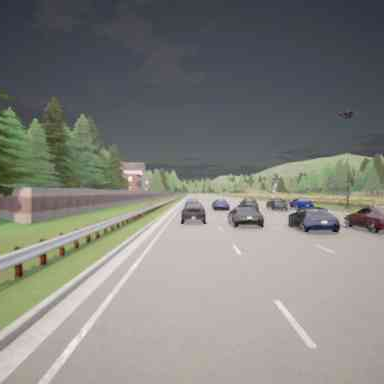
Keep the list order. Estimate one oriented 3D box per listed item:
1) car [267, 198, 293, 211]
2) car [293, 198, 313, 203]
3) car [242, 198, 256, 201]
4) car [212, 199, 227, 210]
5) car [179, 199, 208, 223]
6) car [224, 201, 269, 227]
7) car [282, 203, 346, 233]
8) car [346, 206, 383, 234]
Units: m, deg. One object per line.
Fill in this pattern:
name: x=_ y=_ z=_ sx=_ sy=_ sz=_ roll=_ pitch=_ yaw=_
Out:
car: x=10.617 y=1.513 z=41.916 sx=2.128 sy=1.511 sz=4.902 roll=0 pitch=0 yaw=0
car: x=14.119 y=1.498 z=43.288 sx=1.882 sy=1.535 sz=5.008 roll=0 pitch=0 yaw=0
car: x=7.118 y=1.513 z=41.917 sx=2.128 sy=1.511 sz=4.902 roll=0 pitch=0 yaw=0
car: x=3.617 y=1.585 z=42.576 sx=1.994 sy=1.385 sz=4.181 roll=0 pitch=0 yaw=0
car: x=0.111 y=1.520 z=25.430 sx=1.837 sy=1.490 sz=4.892 roll=0 pitch=0 yaw=0
car: x=3.610 y=1.575 z=22.770 sx=1.994 sy=1.385 sz=4.181 roll=0 pitch=0 yaw=0
car: x=7.109 y=1.574 z=19.838 sx=1.994 sy=1.385 sz=4.181 roll=0 pitch=0 yaw=0
car: x=10.609 y=1.534 z=19.214 sx=1.812 sy=1.442 sz=4.674 roll=0 pitch=0 yaw=0
